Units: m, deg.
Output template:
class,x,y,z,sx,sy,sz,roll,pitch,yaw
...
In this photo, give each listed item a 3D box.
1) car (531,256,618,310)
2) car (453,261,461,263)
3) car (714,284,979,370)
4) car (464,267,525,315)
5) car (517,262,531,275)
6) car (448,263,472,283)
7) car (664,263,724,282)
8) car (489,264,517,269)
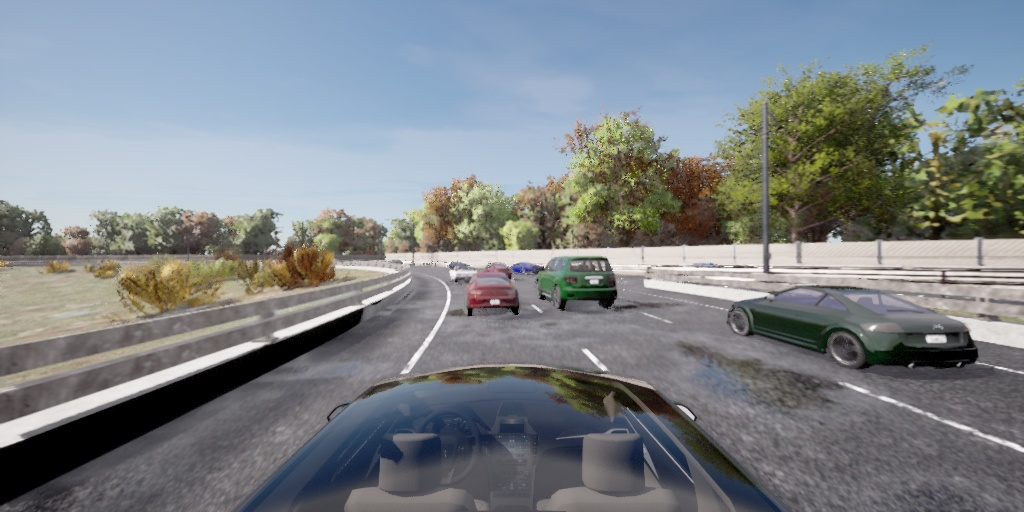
class,x,y,z,sx,sy,sz,roll,pitch,yaw
car,2.518,1.020,15.277,2.150,2.045,5.566,0,0,-8
car,-8.934,1.562,58.690,1.994,1.385,4.181,0,0,-31
car,6.722,1.314,7.775,1.994,1.385,4.181,0,0,-3
car,-0.847,1.331,13.835,1.812,1.442,4.674,0,0,-7
car,1.288,1.413,41.819,1.812,1.442,4.674,0,0,-34
car,-4.119,1.490,30.159,1.895,1.301,4.718,0,0,-16
car,13.856,1.268,26.521,1.882,1.535,5.008,-1,0,-44
car,-1.321,1.416,32.893,1.812,1.442,4.674,0,0,-16
